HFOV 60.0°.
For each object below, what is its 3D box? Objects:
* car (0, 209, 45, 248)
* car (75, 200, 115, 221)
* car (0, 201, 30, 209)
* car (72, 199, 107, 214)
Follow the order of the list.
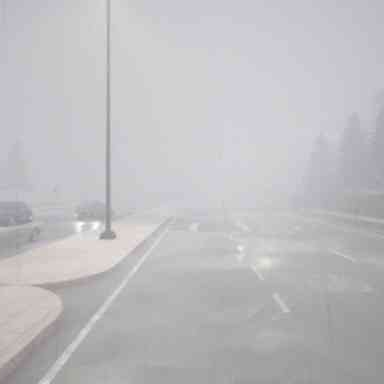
[{"bbox_3d":[-7.893,1.588,13.447,1.895,1.301,4.718,0,0,1],"label":"car"},{"bbox_3d":[-7.664,1.551,26.846,1.994,1.385,4.181,0,0,3],"label":"car"},{"bbox_3d":[-11.321,1.334,19.638,2.097,1.767,4.553,0,0,1],"label":"car"},{"bbox_3d":[-10.991,1.528,36.178,2.033,1.411,5.357,0,0,1],"label":"car"}]
